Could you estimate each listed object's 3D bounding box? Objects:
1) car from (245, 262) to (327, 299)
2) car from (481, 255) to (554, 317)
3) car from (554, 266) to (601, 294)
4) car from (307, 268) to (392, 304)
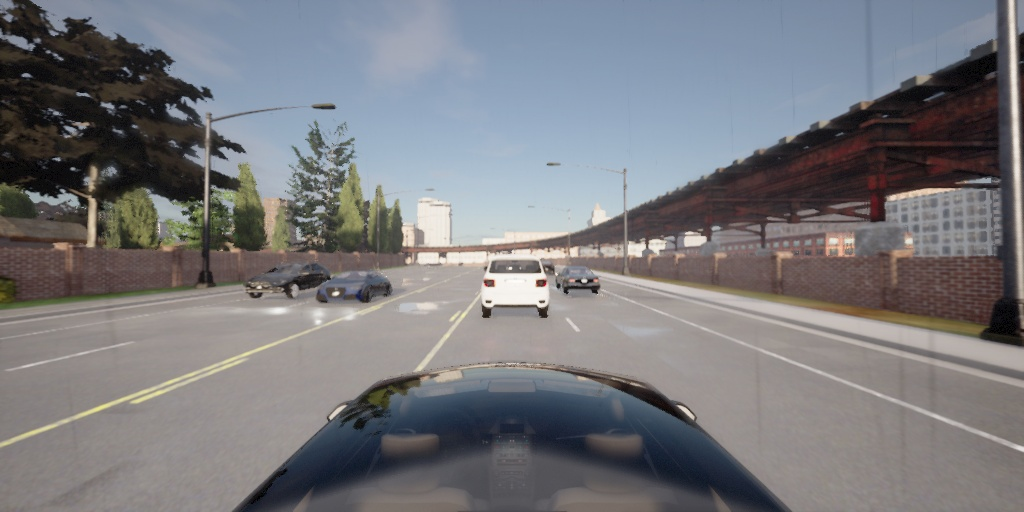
[{"bbox_3d":[-10.499,1.054,17.318,1.837,1.490,4.892,0,0,0],"label":"car"},{"bbox_3d":[0.101,0.970,13.331,2.150,2.045,5.566,0,0,0],"label":"car"},{"bbox_3d":[3.602,1.295,20.397,2.033,1.411,5.357,0,0,0],"label":"car"},{"bbox_3d":[-7.007,1.313,16.274,1.994,1.385,4.181,0,0,0],"label":"car"}]
